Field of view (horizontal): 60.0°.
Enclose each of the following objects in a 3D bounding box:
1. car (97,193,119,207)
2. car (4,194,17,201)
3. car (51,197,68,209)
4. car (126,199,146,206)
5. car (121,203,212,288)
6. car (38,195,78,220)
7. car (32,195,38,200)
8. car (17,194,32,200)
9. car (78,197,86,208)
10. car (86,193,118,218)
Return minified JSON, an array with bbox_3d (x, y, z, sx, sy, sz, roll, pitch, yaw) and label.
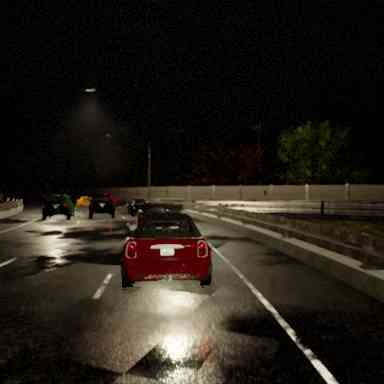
[{"bbox_3d":[-13.078,1.215,51.619,2.150,2.045,5.566,0,0,-28],"label":"car"},{"bbox_3d":[-44.838,1.373,80.220,4.892,1.490,1.837,0,0,38],"label":"car"},{"bbox_3d":[-19.062,1.507,47.836,1.837,1.490,4.892,0,0,-27],"label":"car"},{"bbox_3d":[-5.282,1.498,32.492,1.837,1.490,4.892,0,0,-17],"label":"car"},{"bbox_3d":[-0.735,1.348,9.454,2.097,1.767,4.553,0,0,-5],"label":"car"},{"bbox_3d":[-11.320,1.225,28.392,2.150,2.045,5.566,0,0,-16],"label":"car"},{"bbox_3d":[-39.896,1.419,85.286,5.357,1.411,2.033,0,0,38],"label":"car"},{"bbox_3d":[-42.562,1.224,82.880,4.553,1.767,2.097,0,0,38],"label":"car"},{"bbox_3d":[-15.954,1.474,49.426,1.882,1.535,5.008,0,0,-27],"label":"car"},{"bbox_3d":[-8.256,1.221,30.344,2.150,2.045,5.566,0,0,-16],"label":"car"}]
